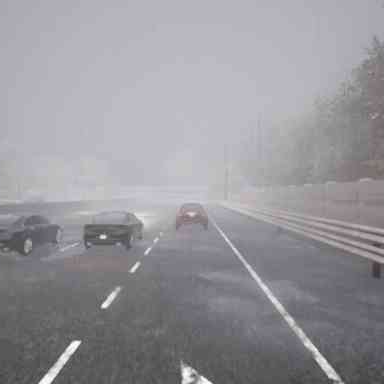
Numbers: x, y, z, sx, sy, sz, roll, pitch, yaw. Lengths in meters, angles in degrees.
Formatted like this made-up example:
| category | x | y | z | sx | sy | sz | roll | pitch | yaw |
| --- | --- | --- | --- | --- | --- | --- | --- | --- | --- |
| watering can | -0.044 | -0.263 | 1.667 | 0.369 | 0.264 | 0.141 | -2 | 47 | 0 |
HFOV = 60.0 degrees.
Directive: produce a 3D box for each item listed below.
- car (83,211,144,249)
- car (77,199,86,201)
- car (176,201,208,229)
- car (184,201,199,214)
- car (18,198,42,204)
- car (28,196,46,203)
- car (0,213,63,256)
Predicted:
| category | x | y | z | sx | sy | sz | roll | pitch | yaw |
| --- | --- | --- | --- | --- | --- | --- | --- | --- | --- |
| car | -3.407 | 1.592 | 15.222 | 1.882 | 1.535 | 5.008 | 0 | 0 | 0 |
| car | -21.030 | 2.100 | 63.349 | 2.033 | 1.411 | 5.357 | 0 | -1 | 0 |
| car | -0.009 | 1.534 | 23.460 | 2.097 | 1.767 | 4.553 | 0 | 0 | 0 |
| car | -0.020 | 1.879 | 42.191 | 1.812 | 1.442 | 4.674 | 0 | -1 | 0 |
| car | -24.534 | 1.981 | 49.303 | 1.994 | 1.385 | 4.181 | 0 | 0 | 0 |
| car | -28.034 | 1.743 | 59.155 | 2.150 | 2.045 | 5.566 | 0 | -1 | 0 |
| car | -6.906 | 1.606 | 13.566 | 1.837 | 1.490 | 4.892 | 0 | 0 | 0 |
